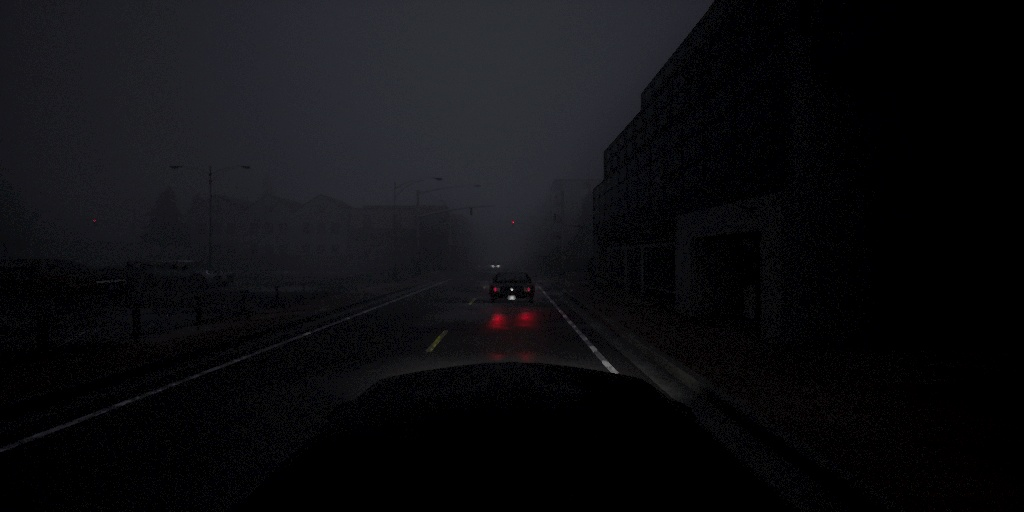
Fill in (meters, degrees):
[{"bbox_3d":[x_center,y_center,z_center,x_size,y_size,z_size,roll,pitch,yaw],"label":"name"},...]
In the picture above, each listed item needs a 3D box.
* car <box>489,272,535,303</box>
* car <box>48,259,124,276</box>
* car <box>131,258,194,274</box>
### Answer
[{"bbox_3d":[0.000,1.365,16.530,1.895,1.301,4.718,0,0,0],"label":"car"},{"bbox_3d":[-46.549,1.174,39.216,5.357,1.411,2.033,0,0,0],"label":"car"},{"bbox_3d":[-41.540,1.057,42.703,5.008,1.535,1.882,0,0,0],"label":"car"}]
